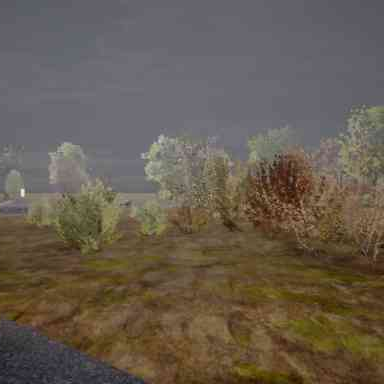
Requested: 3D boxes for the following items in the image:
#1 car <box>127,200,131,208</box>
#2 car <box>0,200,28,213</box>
[{"bbox_3d":[-10.890,1.548,48.188,1.812,1.442,4.674,0,0,38],"label":"car"},{"bbox_3d":[-19.676,1.576,36.547,1.994,1.385,4.181,0,0,37],"label":"car"}]
